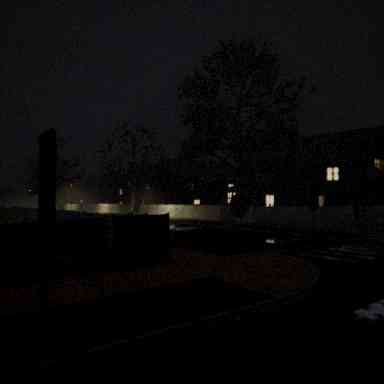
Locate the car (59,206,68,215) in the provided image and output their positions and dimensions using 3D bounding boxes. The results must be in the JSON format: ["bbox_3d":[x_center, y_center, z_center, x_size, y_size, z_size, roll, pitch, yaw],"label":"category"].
[{"bbox_3d":[-18.875,2.695,46.880,2.033,1.411,5.357,1,-2,-35],"label":"car"}]
